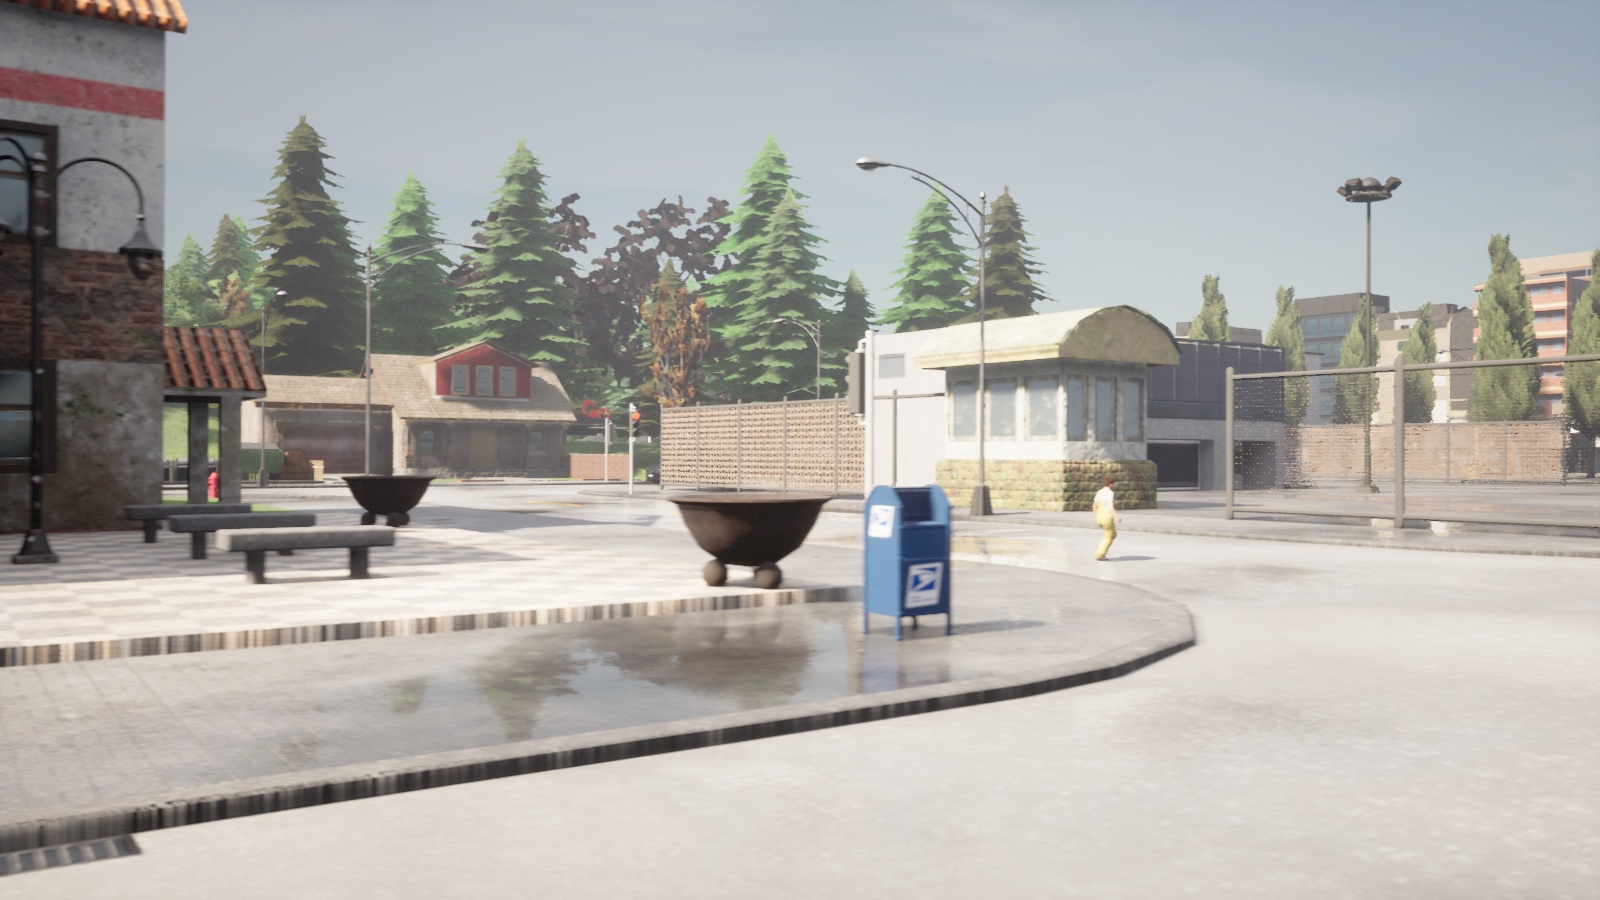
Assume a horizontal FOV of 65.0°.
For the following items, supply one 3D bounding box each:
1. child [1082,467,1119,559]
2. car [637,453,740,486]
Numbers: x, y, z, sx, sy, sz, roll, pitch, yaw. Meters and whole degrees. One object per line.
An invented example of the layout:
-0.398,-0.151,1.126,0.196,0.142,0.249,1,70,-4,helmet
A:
4.204,0.873,17.573,0.437,1.263,0.270,0,0,-16,child
-5.355,0.905,60.577,4.514,1.525,2.007,0,0,-35,car
